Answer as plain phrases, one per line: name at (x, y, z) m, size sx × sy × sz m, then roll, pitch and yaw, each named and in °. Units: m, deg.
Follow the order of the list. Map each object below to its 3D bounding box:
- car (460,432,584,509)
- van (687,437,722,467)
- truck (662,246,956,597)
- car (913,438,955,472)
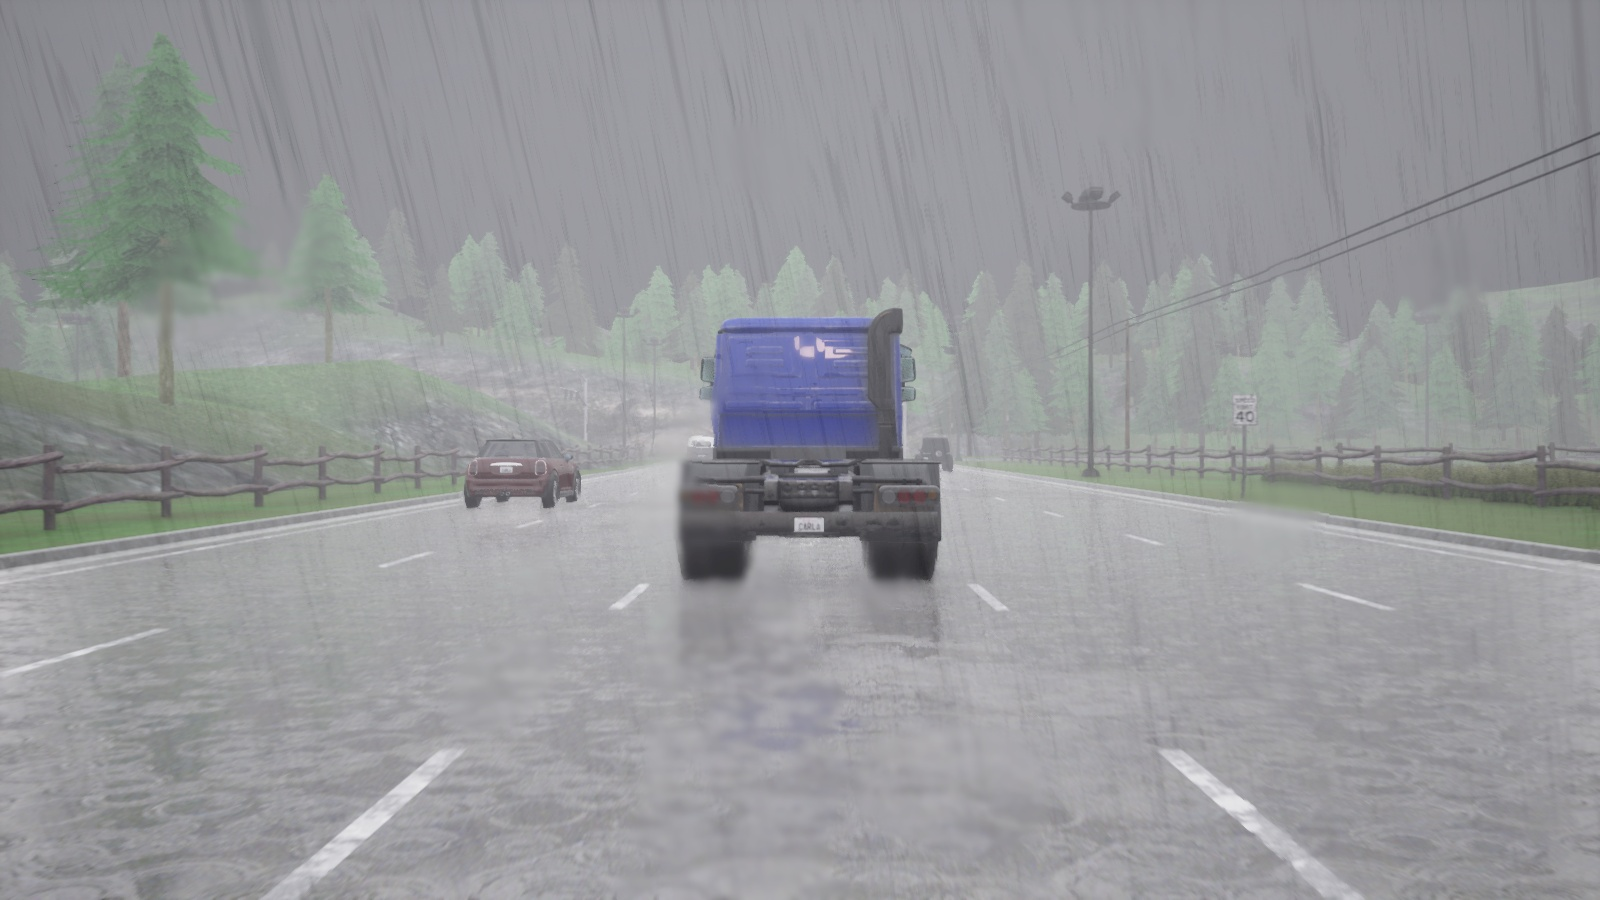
car at (-6.806, 0.471, 31.247) m, size 2.097 × 1.767 × 4.553 m, roll 0°, pitch 0°, yaw 0°
van at (-6.495, 0.117, 85.725) m, size 2.069 × 2.038 × 4.480 m, roll 0°, pitch 1°, yaw 0°
truck at (0.110, -0.302, 16.366) m, size 2.891 × 3.462 × 7.936 m, roll 0°, pitch 0°, yaw 0°
car at (7.414, 0.263, 69.812) m, size 1.905 × 1.878 × 3.866 m, roll 0°, pitch 0°, yaw 0°
